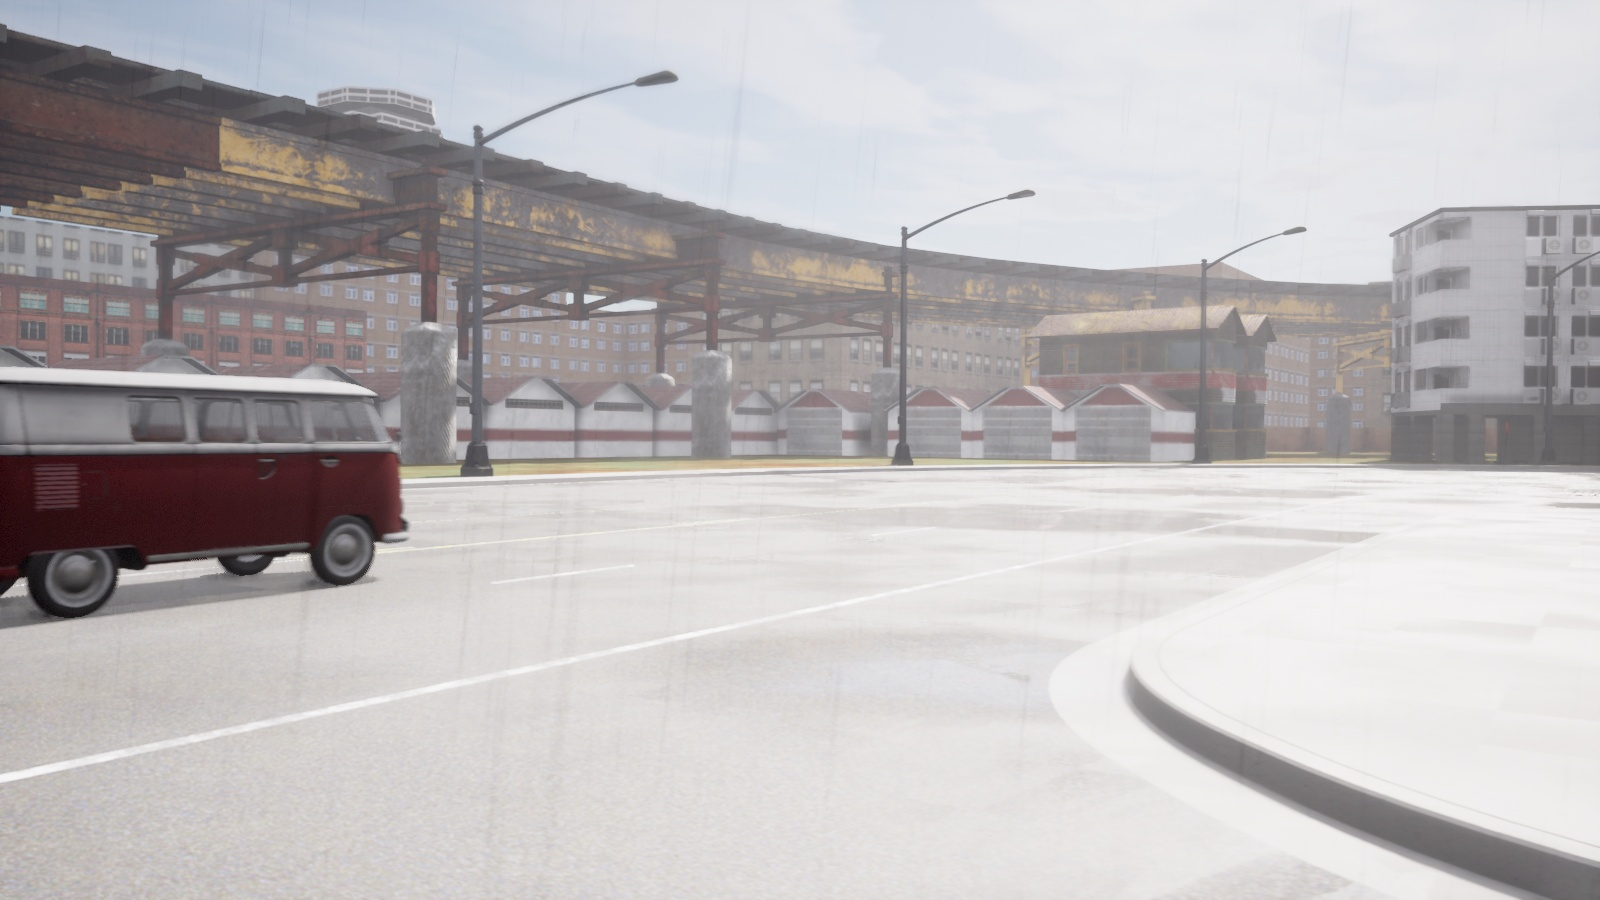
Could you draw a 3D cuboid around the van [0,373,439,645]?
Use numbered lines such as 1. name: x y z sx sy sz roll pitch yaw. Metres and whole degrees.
1. van: -5.589 0.402 11.318 1.775 1.987 4.442 0 1 31
